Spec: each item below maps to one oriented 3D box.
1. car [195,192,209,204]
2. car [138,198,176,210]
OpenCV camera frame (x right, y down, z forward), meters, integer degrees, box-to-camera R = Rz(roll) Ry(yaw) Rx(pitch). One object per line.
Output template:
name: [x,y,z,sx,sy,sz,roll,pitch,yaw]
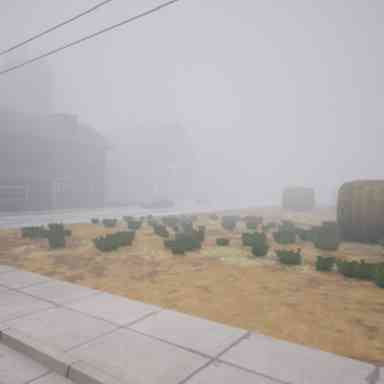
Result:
car: [1.727,1.013,56.983,1.905,1.878,3.866,6,1,-8]
car: [-4.231,1.430,41.202,2.033,1.411,5.357,0,0,35]
